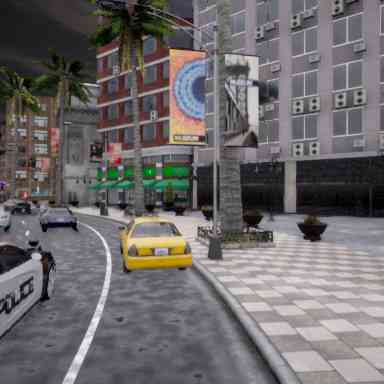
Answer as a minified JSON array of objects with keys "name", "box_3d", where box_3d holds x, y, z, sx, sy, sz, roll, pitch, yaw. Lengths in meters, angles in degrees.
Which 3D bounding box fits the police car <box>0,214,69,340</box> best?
[{"name":"police car","box_3d":[-3.621,1.421,5.266,1.930,1.638,5.238,0,0,-8]}]

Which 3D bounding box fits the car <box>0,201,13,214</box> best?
[{"name":"car","box_3d":[-11.939,1.513,19.949,1.812,1.442,4.674,0,0,-28]}]

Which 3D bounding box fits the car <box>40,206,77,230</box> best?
[{"name":"car","box_3d":[-8.432,1.556,20.770,1.994,1.385,4.181,0,0,-27]}]

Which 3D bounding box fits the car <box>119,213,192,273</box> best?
[{"name":"car","box_3d":[-1.367,1.455,10.770,1.801,1.575,5.366,0,0,-14]}]

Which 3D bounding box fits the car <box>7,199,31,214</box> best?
[{"name":"car","box_3d":[-18.135,1.487,34.065,4.892,1.490,1.837,1,0,45]}]
